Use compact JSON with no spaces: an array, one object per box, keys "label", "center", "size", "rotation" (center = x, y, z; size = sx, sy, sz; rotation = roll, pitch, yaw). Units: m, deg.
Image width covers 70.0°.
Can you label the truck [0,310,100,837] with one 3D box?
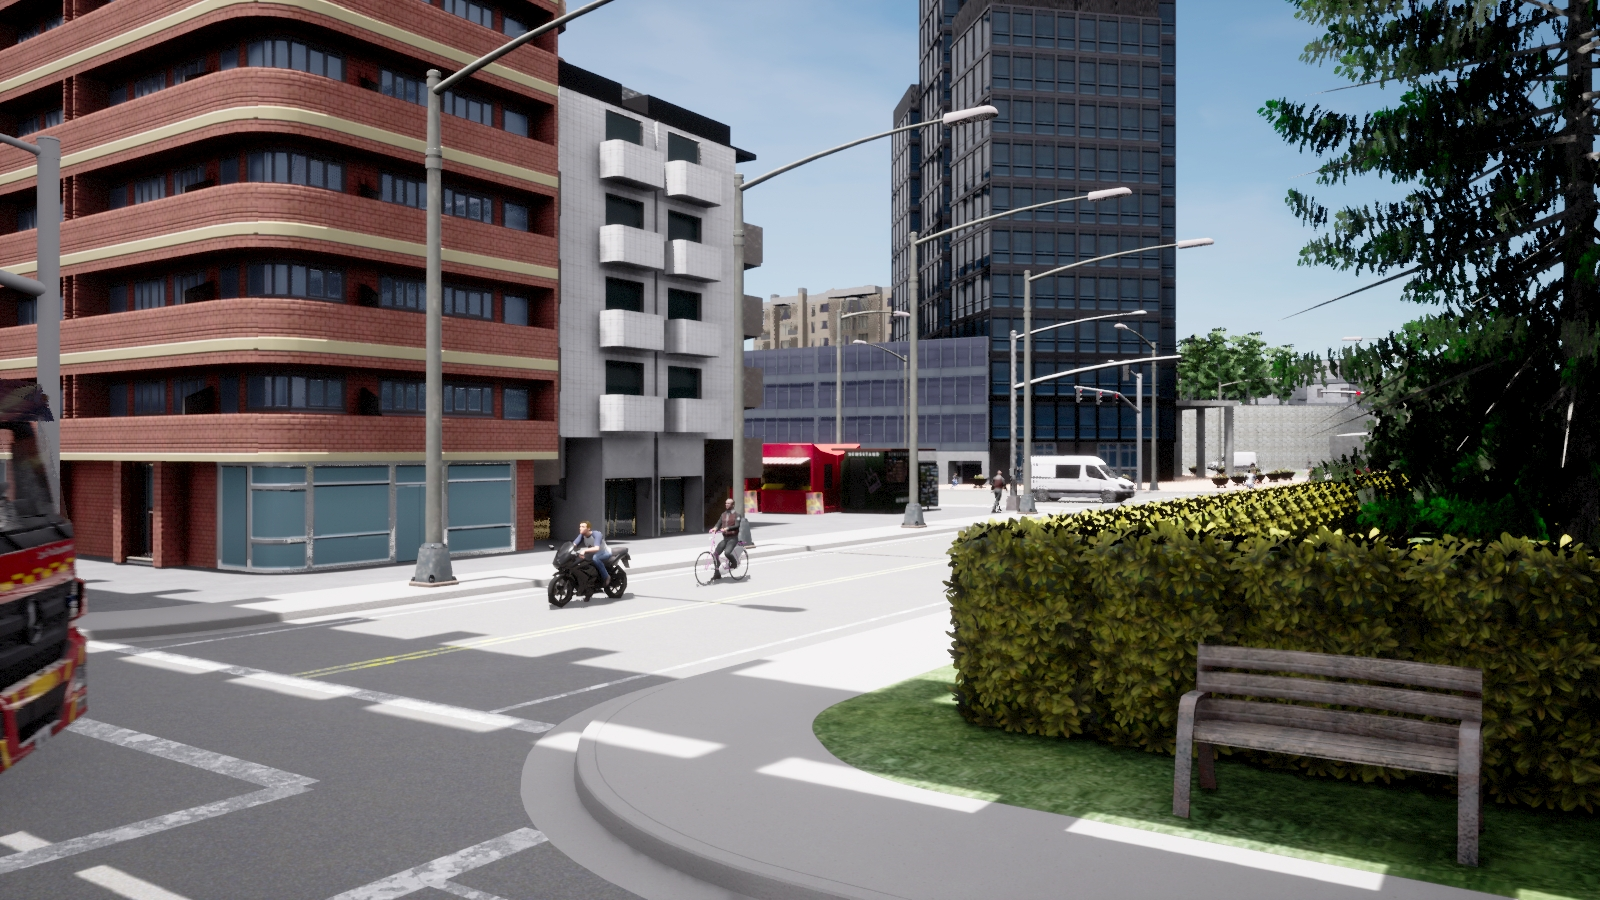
[{"label":"truck","center":[-10.141,0.890,8.003],"size":[8.468,3.827,2.891],"rotation":[0,0,-17]}]

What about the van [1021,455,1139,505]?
[{"label":"van","center":[15.212,1.593,62.188],"size":[5.915,2.561,1.988],"rotation":[-1,0,34]}]

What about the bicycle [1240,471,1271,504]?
[{"label":"bicycle","center":[24.097,1.966,60.455],"size":[1.643,1.717,0.373],"rotation":[0,-2,-17]}]

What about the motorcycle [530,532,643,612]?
[{"label":"motorcycle","center":[-3.850,2.174,20.756],"size":[0.803,1.224,2.033],"rotation":[0,0,34]}]

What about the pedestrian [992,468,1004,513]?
[{"label":"pedestrian","center":[8.278,1.703,47.764],"size":[0.375,1.860,0.375],"rotation":[0,0,41]}]

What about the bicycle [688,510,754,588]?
[{"label":"bicycle","center":[-1.641,2.048,23.979],"size":[0.329,1.496,1.835],"rotation":[0,0,34]}]
